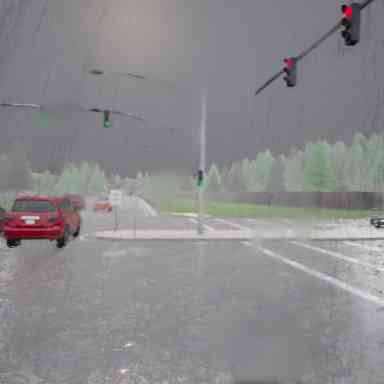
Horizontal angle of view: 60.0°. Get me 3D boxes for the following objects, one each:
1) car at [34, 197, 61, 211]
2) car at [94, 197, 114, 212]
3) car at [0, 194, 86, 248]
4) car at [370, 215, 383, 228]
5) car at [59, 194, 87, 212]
[{"bbox_3d":[-18.136,1.452,42.029,1.882,1.535,5.008,1,0,-10],"label":"car"},{"bbox_3d":[-10.920,1.459,41.355,2.097,1.767,4.553,1,0,-10],"label":"car"},{"bbox_3d":[-6.436,1.213,14.948,2.150,2.045,5.566,1,0,-10],"label":"car"},{"bbox_3d":[15.572,1.987,24.367,4.892,1.490,1.837,1,0,-9],"label":"car"},{"bbox_3d":[-14.281,1.256,40.261,2.150,2.045,5.566,1,0,-10],"label":"car"}]
